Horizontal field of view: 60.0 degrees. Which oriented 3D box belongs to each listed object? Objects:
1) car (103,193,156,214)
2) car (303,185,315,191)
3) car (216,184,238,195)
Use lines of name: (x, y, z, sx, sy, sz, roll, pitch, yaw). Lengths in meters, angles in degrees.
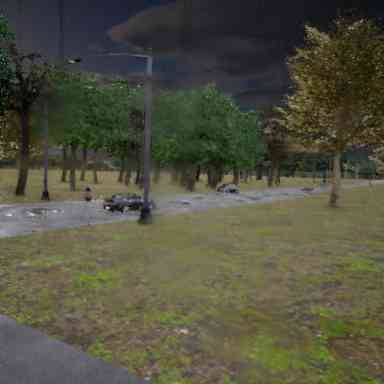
car: (-4.992, 0.876, 27.195, 1.837, 1.490, 4.892, 4, 4, 35)
car: (26.572, -0.906, 75.557, 1.895, 1.301, 4.718, 4, 4, 30)
car: (5.715, -0.542, 54.084, 2.097, 1.767, 4.553, 4, 4, 35)
